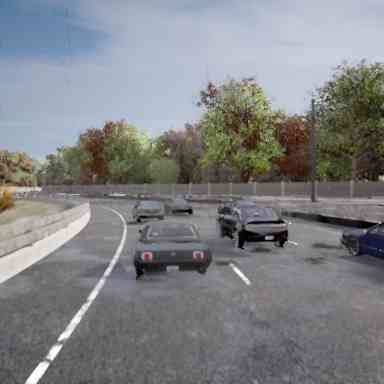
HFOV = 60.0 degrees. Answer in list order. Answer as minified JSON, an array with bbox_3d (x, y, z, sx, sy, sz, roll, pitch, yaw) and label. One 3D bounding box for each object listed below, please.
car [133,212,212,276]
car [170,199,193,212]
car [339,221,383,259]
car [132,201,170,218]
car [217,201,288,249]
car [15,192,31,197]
[{"bbox_3d":[-0.673,1.507,10.040,1.895,1.301,4.718,0,1,-6],"label":"car"},{"bbox_3d":[-1.334,1.282,30.237,1.994,1.385,4.181,0,1,-17],"label":"car"},{"bbox_3d":[6.416,1.445,9.468,2.033,1.411,5.357,0,1,-6],"label":"car"},{"bbox_3d":[-3.277,1.326,24.232,2.033,1.411,5.357,0,1,-15],"label":"car"},{"bbox_3d":[2.340,1.355,13.911,2.128,1.511,4.902,0,1,-8],"label":"car"},{"bbox_3d":[-43.272,0.726,84.007,4.181,1.385,1.994,0,1,36],"label":"car"}]
